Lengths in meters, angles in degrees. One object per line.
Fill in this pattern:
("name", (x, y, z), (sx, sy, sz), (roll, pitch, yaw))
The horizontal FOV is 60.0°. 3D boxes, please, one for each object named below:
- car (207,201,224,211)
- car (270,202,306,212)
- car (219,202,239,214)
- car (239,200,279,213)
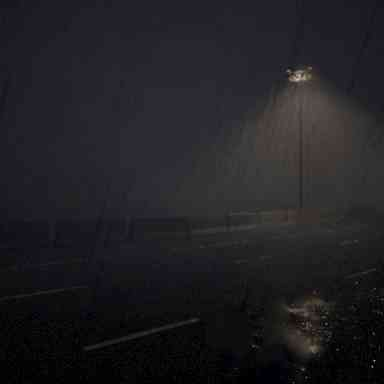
("car", (3.303, 1.910, 43.433), (1.882, 1.535, 5.008), (-1, -1, 44))
("car", (10.807, 2.141, 36.083), (1.812, 1.442, 4.674), (-1, -1, 44))
("car", (5.804, 2.246, 40.979), (1.812, 1.442, 4.674), (-1, -1, 44))
("car", (8.285, 1.946, 38.514), (2.150, 2.045, 5.566), (-1, -1, 44))
